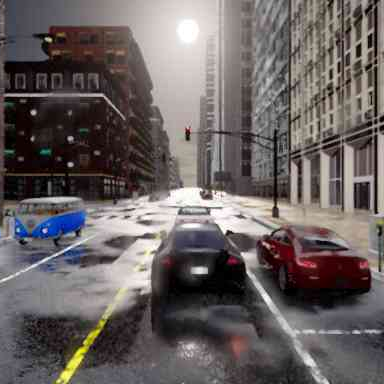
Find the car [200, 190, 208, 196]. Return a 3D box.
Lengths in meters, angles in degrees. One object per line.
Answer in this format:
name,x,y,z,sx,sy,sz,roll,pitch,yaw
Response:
car,2.762,0.321,79.985,1.802,1.307,4.206,1,1,0

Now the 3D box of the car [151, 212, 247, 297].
car,0.114,1.431,8.318,1.994,1.385,4.181,0,1,-1

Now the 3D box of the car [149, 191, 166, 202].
car,-5.639,0.736,51.719,2.008,1.369,4.403,1,1,0

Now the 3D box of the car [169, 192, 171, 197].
car,-5.631,0.572,63.027,1.947,1.339,4.313,1,1,0

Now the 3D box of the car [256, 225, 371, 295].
car,2.708,1.453,8.118,1.802,1.307,4.206,1,1,0

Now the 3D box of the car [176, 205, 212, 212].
car,0.110,1.326,17.400,1.895,1.301,4.718,0,1,0

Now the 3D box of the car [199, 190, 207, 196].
car,2.766,0.200,85.639,2.008,1.369,4.403,1,1,0

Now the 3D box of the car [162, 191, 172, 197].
car,-5.622,0.410,74.335,1.802,1.307,4.206,1,1,0

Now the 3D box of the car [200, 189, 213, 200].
car,2.745,0.678,57.370,1.802,1.307,4.206,1,1,0

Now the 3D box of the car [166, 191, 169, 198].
car,-5.635,0.646,57.373,2.008,1.369,4.403,1,1,0

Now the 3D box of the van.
van,-5.751,1.123,13.804,1.690,1.788,3.998,1,1,0
